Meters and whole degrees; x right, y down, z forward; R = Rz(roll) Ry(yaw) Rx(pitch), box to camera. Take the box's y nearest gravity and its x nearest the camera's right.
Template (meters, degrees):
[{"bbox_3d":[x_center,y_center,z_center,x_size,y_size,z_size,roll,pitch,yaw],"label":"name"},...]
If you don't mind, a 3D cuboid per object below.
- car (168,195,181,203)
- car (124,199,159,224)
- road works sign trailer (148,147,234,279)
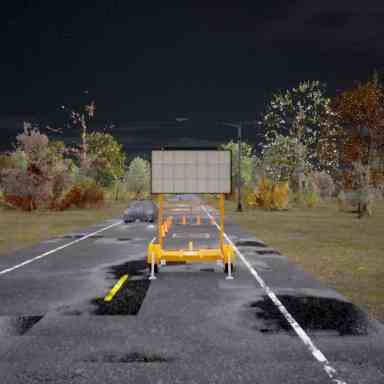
[{"bbox_3d":[-3.699,1.602,65.401,1.895,1.301,4.718,0,0,0],"label":"car"},{"bbox_3d":[-3.664,1.350,24.672,2.097,1.767,4.553,0,0,0],"label":"car"},{"bbox_3d":[-0.026,0.463,9.993,2.380,3.560,2.880,0,0,0],"label":"road works sign trailer"}]
